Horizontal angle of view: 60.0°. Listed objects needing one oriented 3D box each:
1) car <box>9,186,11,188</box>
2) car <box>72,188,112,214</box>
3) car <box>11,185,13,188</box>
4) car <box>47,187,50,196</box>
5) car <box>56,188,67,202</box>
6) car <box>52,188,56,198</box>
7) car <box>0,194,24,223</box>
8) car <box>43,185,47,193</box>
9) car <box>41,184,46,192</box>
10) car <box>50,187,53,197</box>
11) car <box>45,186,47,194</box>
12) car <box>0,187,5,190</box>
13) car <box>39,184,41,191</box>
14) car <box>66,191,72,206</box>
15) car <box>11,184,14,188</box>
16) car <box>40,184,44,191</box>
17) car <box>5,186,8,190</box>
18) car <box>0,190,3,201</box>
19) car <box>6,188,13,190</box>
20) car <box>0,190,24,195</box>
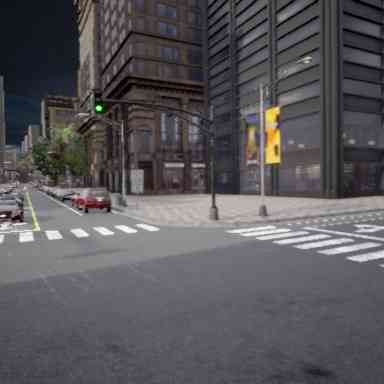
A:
[{"bbox_3d":[-35.289,-0.098,61.653,1.967,1.590,4.097,-1,2,-27],"label":"car"},{"bbox_3d":[-7.675,0.605,25.959,2.192,1.841,5.009,-1,2,-27],"label":"car"},{"bbox_3d":[-40.292,-0.271,71.540,1.947,1.339,4.313,-1,2,-27],"label":"car"},{"bbox_3d":[-22.682,-0.044,55.618,1.967,1.590,4.097,-1,2,-27],"label":"car"},{"bbox_3d":[-15.176,0.483,40.793,1.947,1.339,4.313,-1,2,-27],"label":"car"},{"bbox_3d":[-17.755,0.308,45.887,1.752,1.417,4.829,-1,2,-27],"label":"car"},{"bbox_3d":[-11.280,1.092,20.135,1.994,1.385,4.181,-2,2,-26],"label":"car"},{"bbox_3d":[-27.685,-0.204,65.506,1.947,1.339,4.313,-1,2,-27],"label":"car"},{"bbox_3d":[-30.187,-0.352,70.449,1.947,1.339,4.313,-1,2,-27],"label":"car"},{"bbox_3d":[-20.180,0.235,50.679,1.802,1.307,4.206,-1,2,-27],"label":"car"},{"bbox_3d":[-25.183,-0.043,60.564,1.802,1.307,4.206,-1,2,-27],"label":"car"},{"bbox_3d":[-25.284,0.334,41.882,2.192,1.841,5.009,-1,2,-27],"label":"car"},{"bbox_3d":[-35.191,-0.654,80.332,1.947,1.339,4.313,-1,2,-27],"label":"car"},{"bbox_3d":[-10.174,0.713,30.907,1.887,1.381,4.507,-1,2,-27],"label":"car"},{"bbox_3d":[-45.295,-0.575,81.422,1.947,1.339,4.313,-1,2,-27],"label":"car"},{"bbox_3d":[-32.766,-0.548,75.541,1.752,1.417,4.829,-1,2,-27],"label":"car"},{"bbox_3d":[-30.286,0.188,51.770,1.967,1.590,4.097,-1,2,-27],"label":"car"},{"bbox_3d":[-27.784,0.467,46.831,1.802,1.307,4.206,-1,2,-27],"label":"car"},{"bbox_3d":[-23.568,0.509,44.506,1.895,1.301,4.718,-2,2,-26],"label":"car"},{"bbox_3d":[-16.338,0.828,30.130,2.033,1.411,5.357,-2,2,-27],"label":"car"}]
